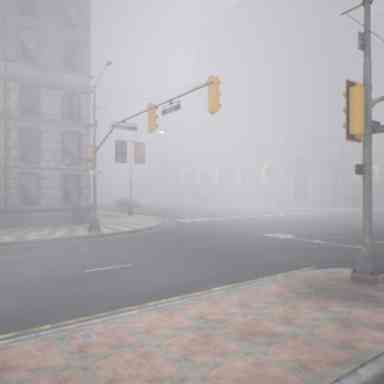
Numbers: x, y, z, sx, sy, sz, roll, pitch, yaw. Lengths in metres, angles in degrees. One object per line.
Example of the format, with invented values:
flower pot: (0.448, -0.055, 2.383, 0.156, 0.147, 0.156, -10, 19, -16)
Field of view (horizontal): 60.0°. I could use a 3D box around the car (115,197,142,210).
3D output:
car: (-8.065, 1.435, 41.792, 1.882, 1.535, 5.008, 0, 0, -36)
